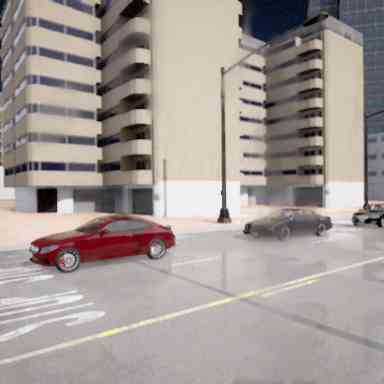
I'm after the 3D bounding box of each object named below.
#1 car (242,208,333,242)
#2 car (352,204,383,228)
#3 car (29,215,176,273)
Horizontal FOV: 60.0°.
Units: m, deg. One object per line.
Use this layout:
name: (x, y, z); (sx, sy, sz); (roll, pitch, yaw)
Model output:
car: (4.970, 1.538, 16.680); (5.357, 1.411, 2.033); (0, 0, -38)
car: (12.769, 1.550, 22.670); (4.902, 1.511, 2.128); (1, 0, -38)
car: (-2.689, 1.508, 10.777); (4.674, 1.442, 1.812); (0, 0, -38)
